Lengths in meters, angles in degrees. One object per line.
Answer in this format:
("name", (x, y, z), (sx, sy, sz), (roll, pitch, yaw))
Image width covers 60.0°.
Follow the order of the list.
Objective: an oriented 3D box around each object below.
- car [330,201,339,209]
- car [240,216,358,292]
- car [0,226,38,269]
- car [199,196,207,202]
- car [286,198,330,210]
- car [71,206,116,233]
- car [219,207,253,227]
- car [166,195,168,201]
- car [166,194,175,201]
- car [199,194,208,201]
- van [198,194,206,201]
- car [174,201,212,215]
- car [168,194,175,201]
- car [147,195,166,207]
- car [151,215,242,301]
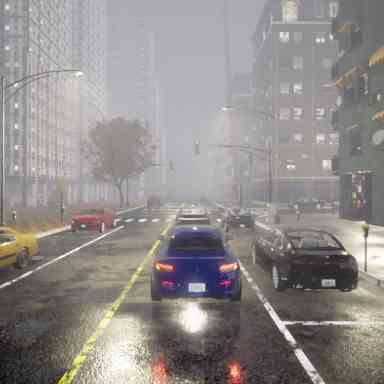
("car", (18.755, 1.259, 39.267), (4.829, 1.417, 1.752), (-1, 1, -1))
("car", (2.677, 1.552, 8.711), (2.008, 1.369, 4.403), (0, 0, 0))
("car", (-5.703, 1.526, 8.526), (1.752, 1.417, 4.829), (0, 0, 0))
("car", (2.548, 1.599, 79.949), (1.752, 1.417, 4.829), (0, 0, 0))
("car", (13.358, 1.359, 39.202), (4.403, 1.369, 2.008), (-1, 1, -1))
("car", (-5.723, 1.549, 19.762), (1.887, 1.381, 4.507), (0, 0, 0))
("car", (2.657, 1.555, 19.777), (2.008, 1.369, 4.403), (0, 0, 0))
("car", (-5.793, 1.607, 57.673), (1.947, 1.339, 4.313), (0, 0, 0))
("car", (-5.854, 1.410, 90.810), (2.192, 1.841, 5.009), (0, 0, 0))
("car", (2.558, 1.630, 74.256), (1.947, 1.339, 4.313), (0, 0, 0))
("van", (2.537, 1.425, 85.303), (1.690, 1.788, 3.998), (0, 0, 0))
("car", (0.048, 1.495, 18.293), (2.128, 1.511, 4.902), (0, 0, 0))
("car", (-5.843, 1.650, 85.288), (1.947, 1.339, 4.313), (0, 0, 0))
("car", (-5.783, 1.349, 52.150), (2.192, 1.841, 5.009), (0, 0, 0))
("car", (0.079, 1.526, 8.190), (1.812, 1.442, 4.674), (0, 0, 0))
